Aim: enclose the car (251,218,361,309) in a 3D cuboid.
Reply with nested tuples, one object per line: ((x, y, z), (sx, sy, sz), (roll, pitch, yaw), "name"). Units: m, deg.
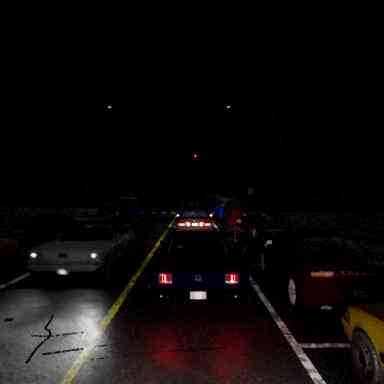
((2.775, 1.545, 7.704), (1.887, 1.381, 4.507), (0, 0, 0), "car")

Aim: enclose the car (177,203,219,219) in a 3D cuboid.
((0.133, 1.549, 17.885), (2.033, 1.411, 5.357), (0, 0, 0), "car")

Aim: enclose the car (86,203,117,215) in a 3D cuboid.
((-5.728, 1.527, 18.427), (1.752, 1.417, 4.829), (0, 0, 0), "car")

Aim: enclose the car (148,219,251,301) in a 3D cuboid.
((0.117, 1.601, 8.294), (1.895, 1.301, 4.718), (0, 0, 0), "car")

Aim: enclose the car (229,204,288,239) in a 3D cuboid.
((2.786, 1.441, 13.141), (1.967, 1.590, 4.097), (0, 0, 0), "car")

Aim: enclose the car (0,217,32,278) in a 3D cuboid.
((-5.750, 1.525, 7.552), (1.752, 1.417, 4.829), (0, 0, 0), "car")

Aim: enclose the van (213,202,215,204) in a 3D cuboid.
((2.820, 1.346, 29.454), (1.690, 1.788, 3.998), (0, 0, 0), "van")

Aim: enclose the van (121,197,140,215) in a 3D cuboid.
((-5.706, 1.346, 29.472), (1.690, 1.788, 3.998), (0, 0, 0), "van")

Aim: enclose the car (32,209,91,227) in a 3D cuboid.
((-5.739, 1.567, 13.159), (1.947, 1.339, 4.313), (0, 0, 0), "car")

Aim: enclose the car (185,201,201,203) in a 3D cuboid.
((0.053, 1.482, 27.712), (1.882, 1.535, 5.008), (0, 0, 0), "car")

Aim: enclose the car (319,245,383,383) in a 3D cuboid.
((2.765, 1.525, 2.436), (1.752, 1.417, 4.829), (0, 0, 0), "car")

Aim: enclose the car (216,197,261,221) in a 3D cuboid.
((2.797, 1.317, 18.579), (2.192, 1.841, 5.009), (0, 0, 0), "car")

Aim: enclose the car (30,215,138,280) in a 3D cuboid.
((-3.076, 1.601, 10.121), (1.895, 1.301, 4.718), (0, 0, 0), "car")

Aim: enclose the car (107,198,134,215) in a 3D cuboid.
((-5.717, 1.443, 24.034), (1.967, 1.590, 4.097), (0, 0, 0), "car")
